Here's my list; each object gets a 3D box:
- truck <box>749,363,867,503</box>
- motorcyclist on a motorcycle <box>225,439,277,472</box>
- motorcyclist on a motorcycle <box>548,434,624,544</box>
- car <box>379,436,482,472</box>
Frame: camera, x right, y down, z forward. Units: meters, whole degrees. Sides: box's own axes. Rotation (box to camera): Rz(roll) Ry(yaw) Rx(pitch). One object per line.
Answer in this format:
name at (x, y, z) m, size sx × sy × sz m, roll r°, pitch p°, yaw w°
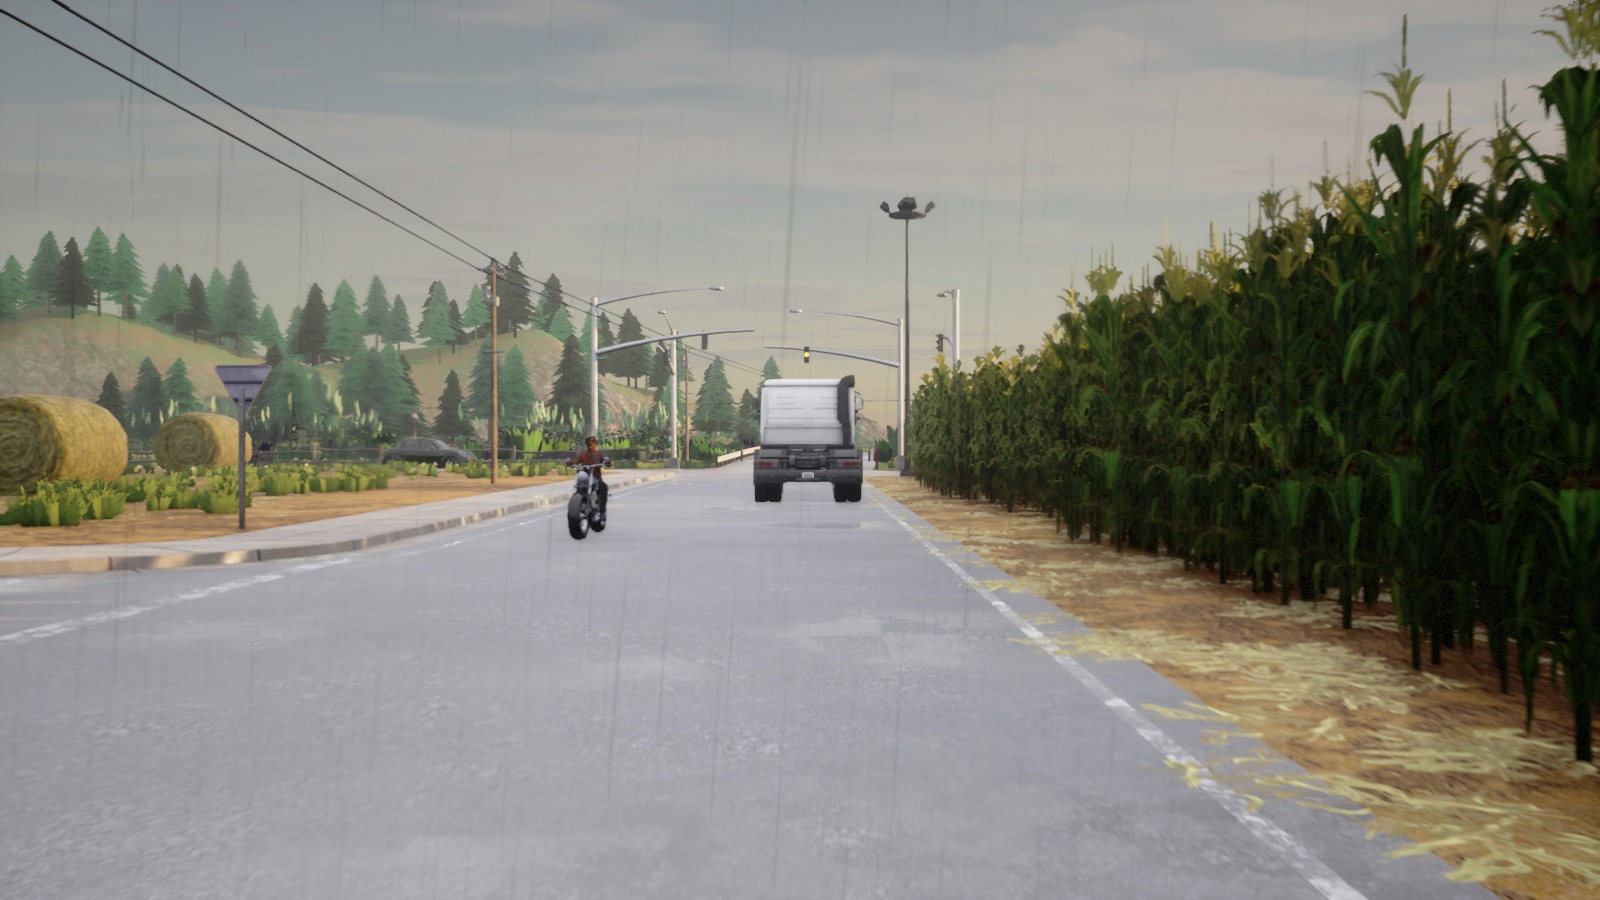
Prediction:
truck at (0.213, -0.441, 34.872) m, size 2.891 × 3.462 × 7.936 m, roll 0°, pitch 0°, yaw 0°
motorcyclist on a motorcycle at (-28.032, 0.262, 64.161) m, size 2.350 × 1.649 × 0.766 m, roll 0°, pitch 0°, yaw 3°
motorcyclist on a motorcycle at (-3.386, 0.576, 20.084) m, size 0.766 × 1.649 × 2.350 m, roll 0°, pitch 1°, yaw 1°
car at (-18.681, 0.180, 63.624) m, size 4.553 × 1.767 × 2.097 m, roll 0°, pitch 0°, yaw 3°
